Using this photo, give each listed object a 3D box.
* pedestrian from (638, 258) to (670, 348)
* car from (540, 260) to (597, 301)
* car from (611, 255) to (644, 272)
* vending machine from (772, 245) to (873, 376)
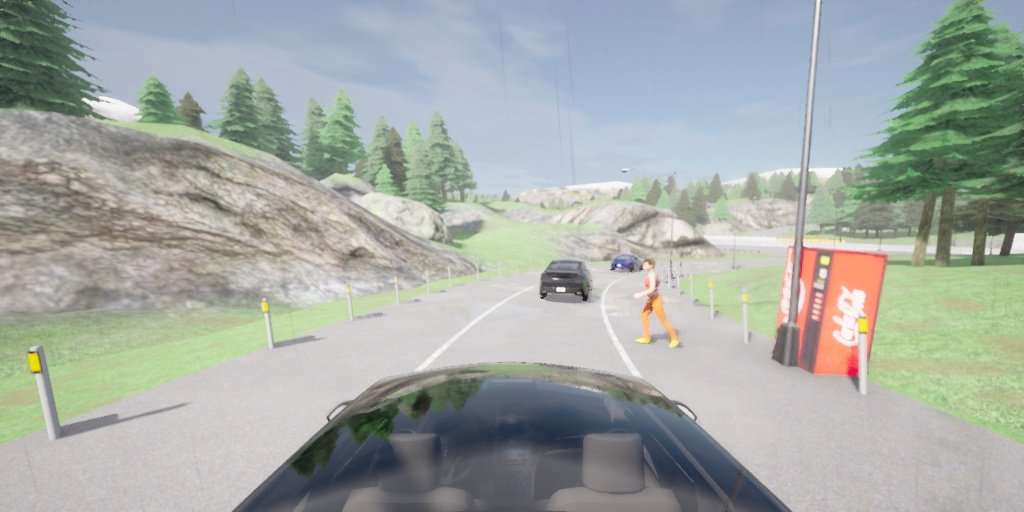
[{"bbox_3d":[2.880,0.912,7.302,0.375,1.860,0.375,-3,5,8],"label":"pedestrian"},{"bbox_3d":[2.403,0.898,15.152,1.837,1.490,4.892,1,1,15],"label":"car"},{"bbox_3d":[10.163,0.595,31.449,1.812,1.442,4.674,4,3,34],"label":"car"},{"bbox_3d":[5.328,0.856,6.316,1.100,2.100,0.880,0,0,7],"label":"vending machine"}]
